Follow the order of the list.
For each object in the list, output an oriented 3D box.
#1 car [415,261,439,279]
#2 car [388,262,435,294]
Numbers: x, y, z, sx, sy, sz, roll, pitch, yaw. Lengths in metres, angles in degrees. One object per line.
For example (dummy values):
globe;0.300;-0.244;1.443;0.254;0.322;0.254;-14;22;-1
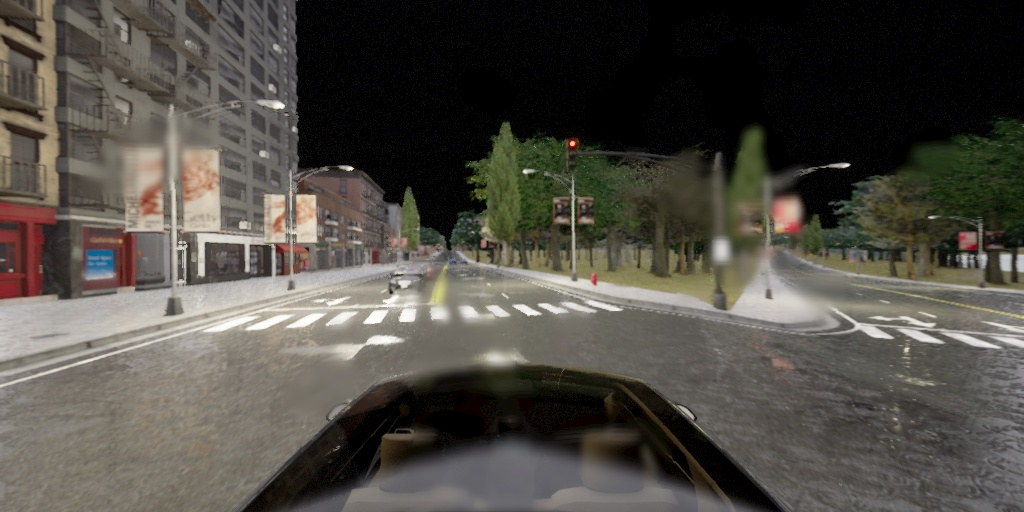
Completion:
car;-7.407;1.173;29.701;2.097;1.767;4.553;-1;0;-9
car;-5.826;1.280;20.634;2.128;1.511;4.902;-1;0;-9
